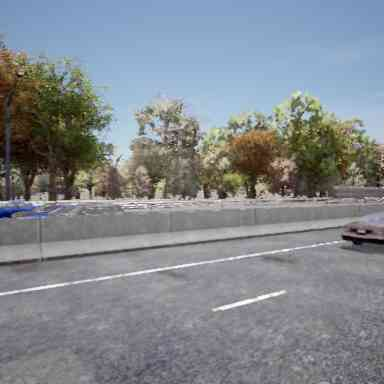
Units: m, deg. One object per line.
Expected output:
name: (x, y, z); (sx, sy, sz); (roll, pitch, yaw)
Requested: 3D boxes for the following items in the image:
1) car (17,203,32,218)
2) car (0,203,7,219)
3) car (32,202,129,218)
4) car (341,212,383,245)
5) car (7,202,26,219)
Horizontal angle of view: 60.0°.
car: (-7.644, 1.531, 20.028); (4.674, 1.442, 1.812); (0, 0, -35)
car: (-13.322, 1.482, 24.576); (5.008, 1.535, 1.882); (0, 0, -35)
car: (-5.506, 1.358, 17.253); (4.553, 1.767, 2.097); (0, 0, -35)
car: (8.582, 1.560, 14.291); (5.357, 1.411, 2.033); (0, 0, -35)
car: (-9.649, 1.511, 22.897); (4.892, 1.490, 1.837); (0, 0, -35)
